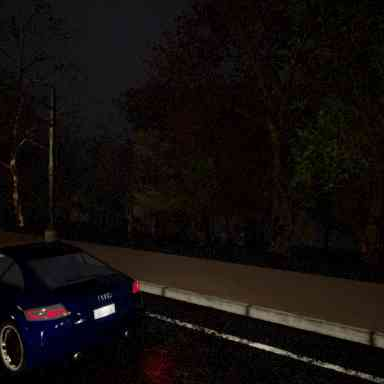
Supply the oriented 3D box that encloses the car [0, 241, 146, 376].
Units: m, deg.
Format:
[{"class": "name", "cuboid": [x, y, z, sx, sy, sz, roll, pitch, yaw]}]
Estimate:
[{"class": "car", "cuboid": [-2.775, 1.563, 5.647, 4.181, 1.385, 1.994, 0, 0, 37]}]
